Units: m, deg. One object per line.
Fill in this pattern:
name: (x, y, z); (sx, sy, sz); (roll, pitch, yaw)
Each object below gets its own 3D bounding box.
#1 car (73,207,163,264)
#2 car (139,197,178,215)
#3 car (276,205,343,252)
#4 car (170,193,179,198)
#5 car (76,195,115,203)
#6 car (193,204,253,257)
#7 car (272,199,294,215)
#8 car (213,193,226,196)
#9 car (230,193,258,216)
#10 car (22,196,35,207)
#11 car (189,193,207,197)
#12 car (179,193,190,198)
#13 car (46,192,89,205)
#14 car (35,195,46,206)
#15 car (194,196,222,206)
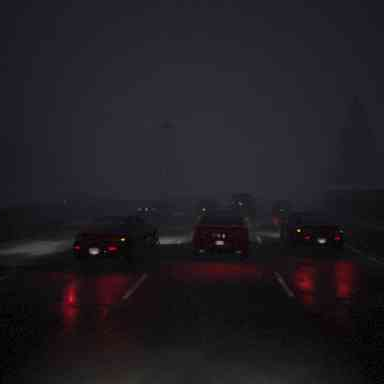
car: (-2.490, 1.471, 11.640); (1.812, 1.442, 4.674); (0, 0, 7)
car: (-3.027, 1.431, 28.802); (2.033, 1.411, 5.357); (0, 0, 13)
car: (4.840, 1.506, 13.842); (1.812, 1.442, 4.674); (0, 0, 8)
car: (-3.491, 1.076, 81.770); (1.882, 1.535, 5.008); (0, 0, 31)
car: (-11.078, 1.346, 39.930); (2.033, 1.411, 5.357); (0, 0, 17)
car: (1.174, 1.440, 12.899); (1.882, 1.535, 5.008); (0, 0, 7)
car: (8.754, 1.432, 32.160); (2.128, 1.511, 4.902); (0, 0, 16)
car: (6.299, 1.048, 77.643); (2.097, 1.767, 4.553); (0, 0, 33)
car: (4.957, 1.141, 31.719); (2.150, 2.045, 5.566); (0, 0, 15)
car: (-20.511, 1.205, 44.728); (1.882, 1.535, 5.008); (0, 0, 18)
car: (1.994, 1.181, 77.328); (1.837, 1.490, 4.892); (0, 0, 31)
car: (-0.546, 1.125, 79.879); (1.837, 1.490, 4.892); (0, 0, 31)
car: (-14.566, 0.998, 40.418); (2.150, 2.045, 5.566); (0, 0, 17)
car: (-17.364, 1.229, 43.103); (1.882, 1.535, 5.008); (0, 0, 18)
car: (1.754, 1.401, 33.137); (1.837, 1.490, 4.892); (0, 0, 16)
